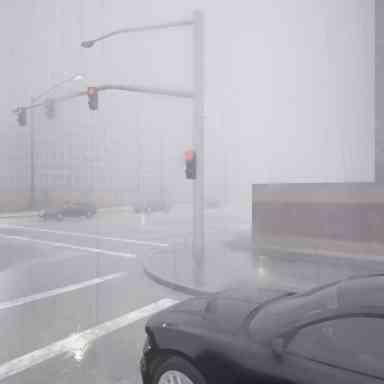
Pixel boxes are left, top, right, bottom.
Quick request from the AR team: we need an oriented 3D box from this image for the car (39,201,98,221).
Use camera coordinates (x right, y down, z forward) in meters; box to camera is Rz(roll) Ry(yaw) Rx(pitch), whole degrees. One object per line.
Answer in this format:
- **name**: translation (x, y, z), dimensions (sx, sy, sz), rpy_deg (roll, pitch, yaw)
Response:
- **car**: translation (-10.105, 1.491, 27.436), dimensions (2.128, 1.511, 4.902), rpy_deg (0, 0, 34)

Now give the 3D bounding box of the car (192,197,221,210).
- **car**: translation (1.994, 1.478, 44.029), dimensions (1.882, 1.535, 5.008), rpy_deg (0, 0, 36)

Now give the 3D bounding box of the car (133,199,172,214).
- **car**: translation (-4.176, 1.505, 35.574), dimensions (1.837, 1.490, 4.892), rpy_deg (0, 0, 36)

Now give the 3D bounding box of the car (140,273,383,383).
- **car**: translation (1.731, 1.478, 2.771), dimensions (5.008, 1.535, 1.882), rpy_deg (0, 0, 37)
